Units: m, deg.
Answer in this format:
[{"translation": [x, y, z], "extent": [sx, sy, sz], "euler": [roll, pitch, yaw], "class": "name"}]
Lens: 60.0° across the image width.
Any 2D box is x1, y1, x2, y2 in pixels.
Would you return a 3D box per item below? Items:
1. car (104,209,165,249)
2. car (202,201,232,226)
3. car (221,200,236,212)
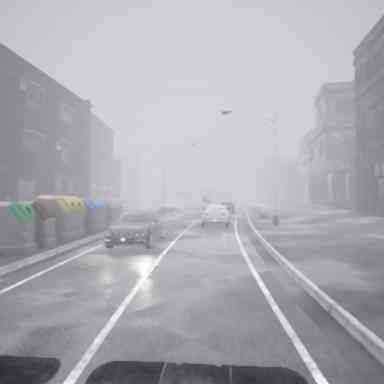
[{"translation": [-2.380, 1.562, 14.846], "extent": [1.837, 1.490, 4.892], "euler": [0, -1, 5], "class": "car"}, {"translation": [1.765, 1.614, 23.980], "extent": [1.812, 1.442, 4.674], "euler": [0, 0, 7], "class": "car"}, {"translation": [4.363, 1.740, 41.933], "extent": [2.163, 1.488, 4.792], "euler": [0, -1, 9], "class": "car"}]
